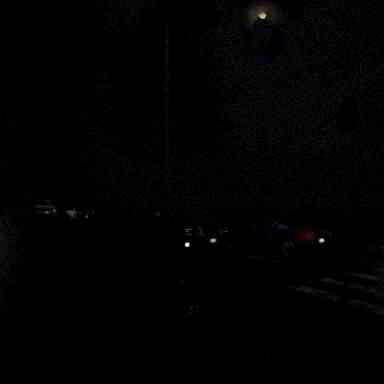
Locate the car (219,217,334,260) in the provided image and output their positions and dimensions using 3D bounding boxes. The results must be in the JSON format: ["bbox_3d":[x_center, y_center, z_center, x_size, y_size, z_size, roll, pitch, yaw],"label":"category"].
[{"bbox_3d":[3.279,1.651,12.962,1.994,1.385,4.181,0,-1,-34],"label":"car"}]

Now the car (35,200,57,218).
[{"bbox_3d":[-16.753,1.886,37.170,2.150,2.045,5.566,0,-1,-34],"label":"car"}]

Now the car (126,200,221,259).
[{"bbox_3d":[-0.825,1.355,13.745,2.150,2.045,5.566,0,-1,-34],"label":"car"}]

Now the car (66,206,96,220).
[{"bbox_3d":[-11.775,2.171,35.031,1.895,1.301,4.718,0,-1,-34],"label":"car"}]
